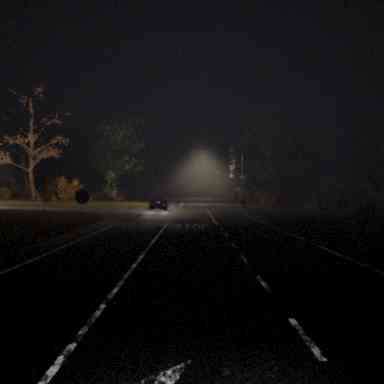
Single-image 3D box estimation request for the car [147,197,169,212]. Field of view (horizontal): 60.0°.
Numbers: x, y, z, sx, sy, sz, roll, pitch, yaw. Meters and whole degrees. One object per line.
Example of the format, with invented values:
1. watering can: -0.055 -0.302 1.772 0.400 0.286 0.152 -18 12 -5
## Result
1. car: -3.509 1.283 35.648 1.812 1.442 4.674 1 0 0
